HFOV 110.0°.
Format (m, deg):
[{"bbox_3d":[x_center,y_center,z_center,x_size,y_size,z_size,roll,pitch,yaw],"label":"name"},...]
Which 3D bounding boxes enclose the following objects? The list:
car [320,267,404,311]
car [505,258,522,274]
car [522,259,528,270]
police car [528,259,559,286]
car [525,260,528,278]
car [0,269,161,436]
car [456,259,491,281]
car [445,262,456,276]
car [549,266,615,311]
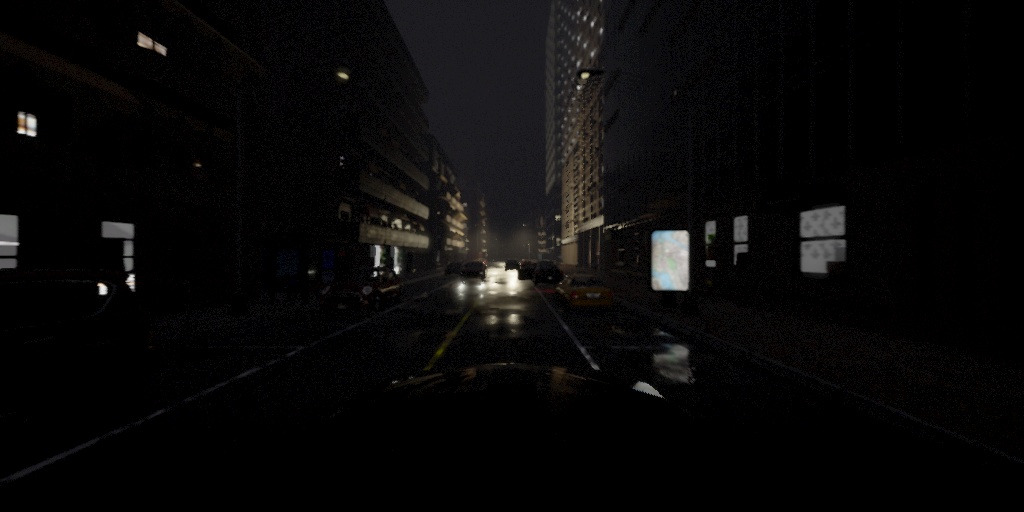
[{"bbox_3d":[-5.690,1.183,14.011,1.967,1.591,4.097,0,0,0],"label":"car"},{"bbox_3d":[0.040,1.210,48.595,1.882,1.535,5.008,0,0,1],"label":"car"},{"bbox_3d":[2.690,1.279,64.847,1.888,1.381,4.507,0,0,0],"label":"car"},{"bbox_3d":[2.367,1.162,24.928,1.930,1.638,5.238,0,0,0],"label":"police car"},{"bbox_3d":[2.690,1.299,36.605,1.948,1.339,4.313,0,0,0],"label":"car"},{"bbox_3d":[-5.691,1.064,2.714,2.192,1.841,5.009,0,0,0],"label":"car"},{"bbox_3d":[-3.095,1.213,29.713,1.882,1.535,5.008,0,0,0],"label":"car"},{"bbox_3d":[-5.691,1.299,36.605,1.948,1.339,4.313,0,0,0],"label":"car"},{"bbox_3d":[2.690,1.268,14.181,1.751,1.417,4.829,0,0,0],"label":"car"}]
